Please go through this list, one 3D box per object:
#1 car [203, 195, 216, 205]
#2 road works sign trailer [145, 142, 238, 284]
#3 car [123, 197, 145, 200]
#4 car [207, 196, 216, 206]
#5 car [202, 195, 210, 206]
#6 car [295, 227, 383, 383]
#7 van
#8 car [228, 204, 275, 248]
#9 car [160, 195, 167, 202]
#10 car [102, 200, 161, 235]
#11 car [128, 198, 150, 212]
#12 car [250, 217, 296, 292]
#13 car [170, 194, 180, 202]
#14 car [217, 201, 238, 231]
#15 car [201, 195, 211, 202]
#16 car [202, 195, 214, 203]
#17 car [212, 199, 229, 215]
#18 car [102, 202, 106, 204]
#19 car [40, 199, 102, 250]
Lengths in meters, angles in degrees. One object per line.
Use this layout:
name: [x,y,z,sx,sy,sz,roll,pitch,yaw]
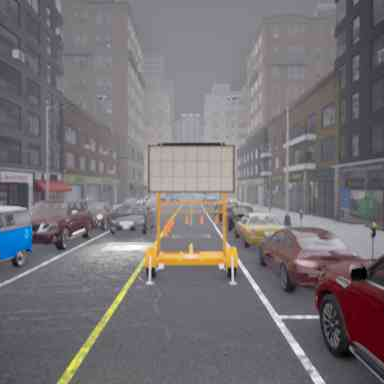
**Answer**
car: [2.746,1.254,53.403,1.752,1.417,4.829,-1,0,0]
road works sign trailer: [-0.015,0.419,9.368,2.380,3.560,2.880,0,0,0]
car: [-5.747,1.288,30.870,1.967,1.590,4.097,-1,0,0]
car: [2.792,1.399,30.890,2.008,1.369,4.403,-1,0,0]
car: [2.758,1.311,47.647,2.008,1.369,4.403,-1,0,0]
car: [2.846,1.300,2.960,2.192,1.841,5.009,-1,0,0]
van: [-5.698,1.300,8.527,1.690,1.788,3.998,-1,0,0]
car: [2.825,1.456,14.303,1.752,1.417,4.829,-1,0,0]
car: [-5.821,1.212,64.384,1.887,1.381,4.507,-1,0,0]
car: [-3.141,1.403,18.242,2.128,1.511,4.902,0,0,0]
car: [-5.758,1.402,36.456,1.802,1.307,4.206,-1,0,0]
car: [2.837,1.541,8.547,1.802,1.307,4.206,-1,0,0]
car: [-3.140,1.241,62.262,1.837,1.490,4.892,0,0,0]
car: [2.814,1.470,19.719,1.947,1.339,4.313,-1,0,0]
car: [2.724,1.249,64.405,1.802,1.307,4.206,-1,0,0]
car: [2.736,1.264,58.819,1.947,1.339,4.313,-1,0,0]
car: [2.803,1.442,25.304,1.947,1.339,4.313,-1,0,0]
car: [-5.722,1.344,19.699,1.967,1.590,4.097,-1,0,0]
car: [-5.711,1.247,14.113,2.192,1.841,5.009,-1,0,0]
